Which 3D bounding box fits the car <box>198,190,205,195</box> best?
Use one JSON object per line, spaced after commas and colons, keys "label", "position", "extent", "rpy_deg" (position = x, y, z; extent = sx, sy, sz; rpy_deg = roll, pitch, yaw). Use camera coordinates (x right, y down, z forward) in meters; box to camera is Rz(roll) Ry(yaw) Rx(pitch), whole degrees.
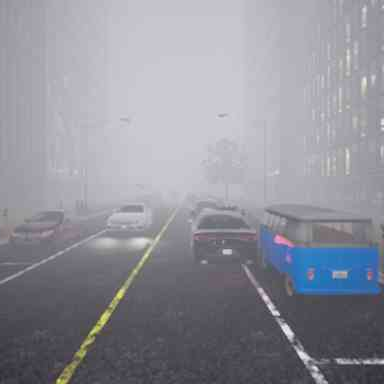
{"label": "car", "position": [2.597, 0.222, 93.257], "extent": [1.887, 1.381, 4.507], "rpy_deg": [0, 1, 0]}

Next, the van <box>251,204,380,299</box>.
{"label": "van", "position": [2.682, 1.234, 7.877], "extent": [1.690, 1.788, 3.998], "rpy_deg": [0, 1, 0]}

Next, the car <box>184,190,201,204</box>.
{"label": "car", "position": [-0.045, 0.844, 47.037], "extent": [1.882, 1.535, 5.008], "rpy_deg": [0, 1, 0]}

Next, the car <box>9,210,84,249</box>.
{"label": "car", "position": [-5.704, 1.400, 13.566], "extent": [1.802, 1.307, 4.206], "rpy_deg": [0, 1, 0]}

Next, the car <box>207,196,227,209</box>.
{"label": "car", "position": [2.653, 1.096, 36.339], "extent": [1.802, 1.307, 4.206], "rpy_deg": [0, 1, 0]}

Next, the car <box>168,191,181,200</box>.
{"label": "car", "position": [-3.119, 0.549, 58.767], "extent": [2.097, 1.767, 4.553], "rpy_deg": [0, 1, 0]}

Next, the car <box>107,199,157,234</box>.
{"label": "car", "position": [-3.119, 1.291, 17.518], "extent": [1.812, 1.442, 4.674], "rpy_deg": [0, 1, 0]}

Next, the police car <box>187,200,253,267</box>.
{"label": "police car", "position": [0.889, 1.277, 11.005], "extent": [1.930, 1.638, 5.238], "rpy_deg": [0, 1, 0]}

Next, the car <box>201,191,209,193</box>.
{"label": "car", "position": [2.642, 0.908, 47.723], "extent": [2.008, 1.369, 4.403], "rpy_deg": [0, 1, 0]}

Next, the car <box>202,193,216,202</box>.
{"label": "car", "position": [2.636, 0.826, 53.415], "extent": [2.008, 1.369, 4.403], "rpy_deg": [0, 1, 0]}

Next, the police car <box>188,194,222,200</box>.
{"label": "police car", "position": [0.879, 1.144, 21.004], "extent": [1.930, 1.638, 5.238], "rpy_deg": [0, 1, 0]}

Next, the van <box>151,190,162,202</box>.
{"label": "van", "position": [-5.744, 0.617, 53.407], "extent": [1.690, 1.788, 3.998], "rpy_deg": [0, 1, 0]}

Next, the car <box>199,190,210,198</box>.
{"label": "car", "position": [2.619, 0.463, 70.488], "extent": [1.967, 1.590, 4.097], "rpy_deg": [0, 1, 0]}

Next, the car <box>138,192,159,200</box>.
{"label": "car", "position": [-5.733, 0.988, 42.026], "extent": [2.008, 1.369, 4.403], "rpy_deg": [0, 1, 0]}
